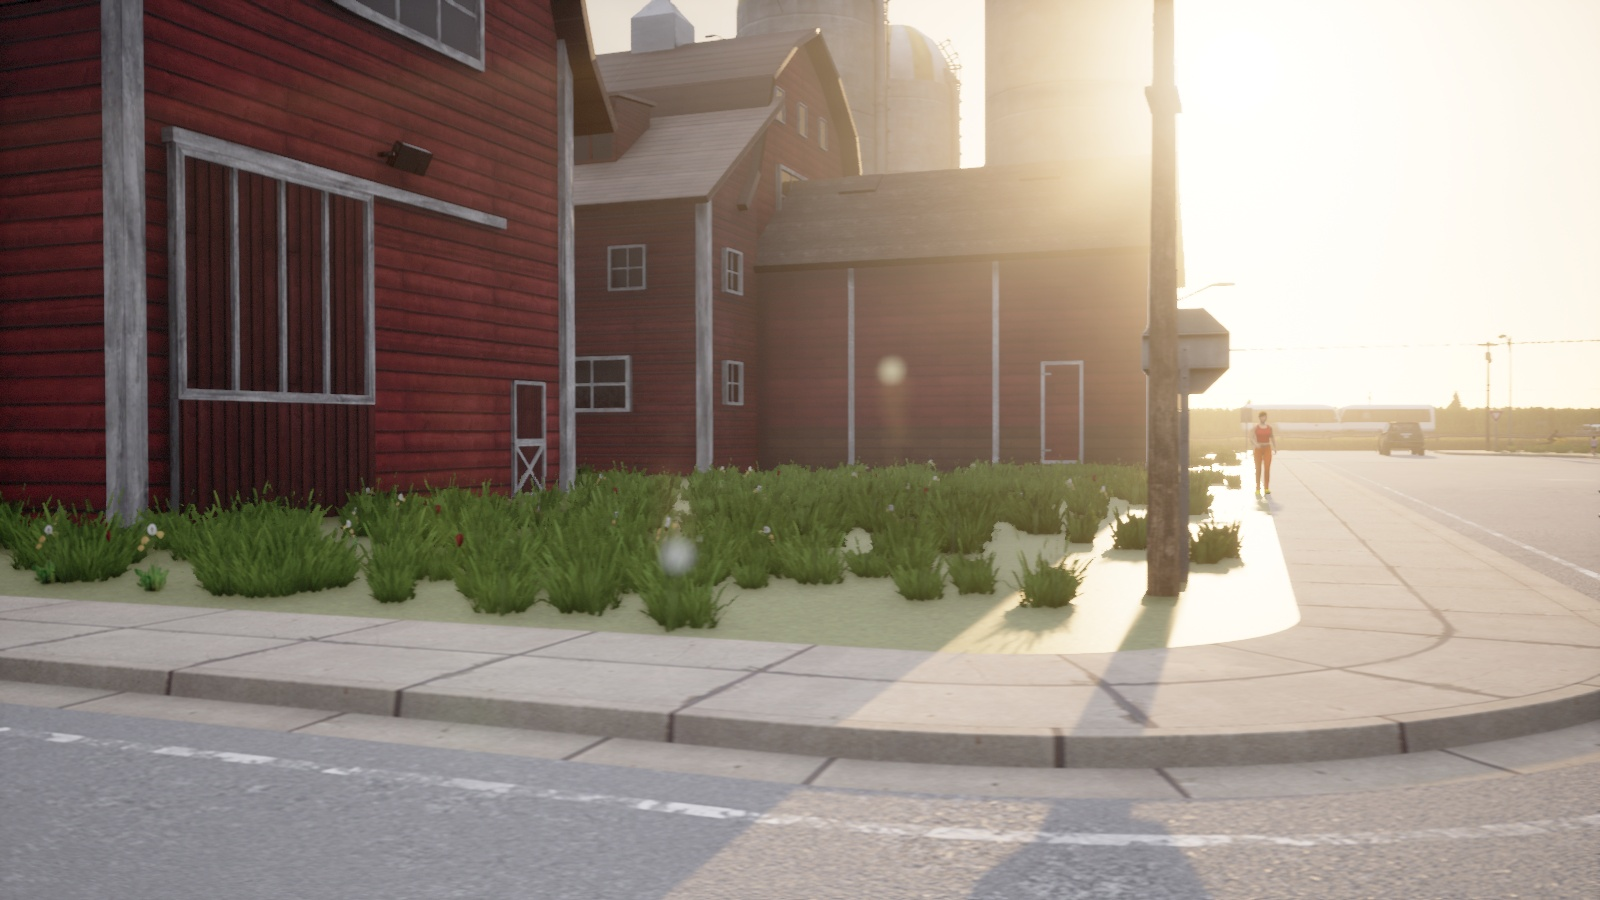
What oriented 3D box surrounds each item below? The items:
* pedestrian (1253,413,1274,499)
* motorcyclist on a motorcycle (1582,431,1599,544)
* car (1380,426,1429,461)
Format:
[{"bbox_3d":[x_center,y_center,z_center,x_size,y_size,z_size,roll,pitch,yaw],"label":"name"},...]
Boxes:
[{"bbox_3d":[9.975,0.125,27.015,0.345,1.836,0.594,0,1,15],"label":"pedestrian"},{"bbox_3d":[12.048,0.559,18.162,0.766,1.649,2.350,1,1,20],"label":"motorcyclist on a motorcycle"},{"bbox_3d":[36.708,-0.429,76.386,2.150,2.045,5.566,1,1,20],"label":"car"}]
